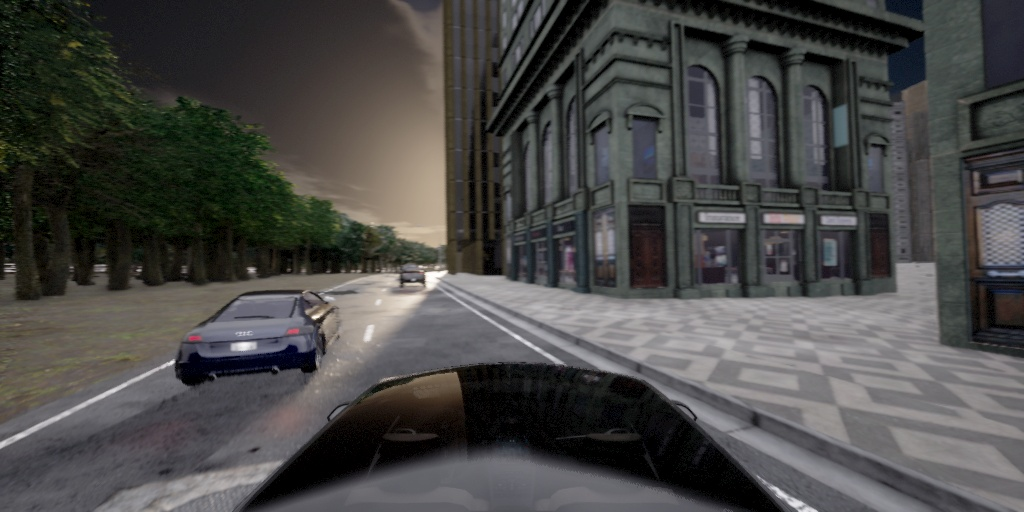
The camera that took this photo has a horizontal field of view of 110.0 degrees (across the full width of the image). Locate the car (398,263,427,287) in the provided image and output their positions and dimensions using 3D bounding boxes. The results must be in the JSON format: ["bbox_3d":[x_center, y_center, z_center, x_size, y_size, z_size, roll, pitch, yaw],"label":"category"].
[{"bbox_3d":[-7.500,1.482,27.118,2.128,1.511,4.902,-1,-1,-17],"label":"car"}]

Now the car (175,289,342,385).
[{"bbox_3d":[-4.789,1.373,7.419,1.994,1.385,4.181,-1,0,-19],"label":"car"}]
